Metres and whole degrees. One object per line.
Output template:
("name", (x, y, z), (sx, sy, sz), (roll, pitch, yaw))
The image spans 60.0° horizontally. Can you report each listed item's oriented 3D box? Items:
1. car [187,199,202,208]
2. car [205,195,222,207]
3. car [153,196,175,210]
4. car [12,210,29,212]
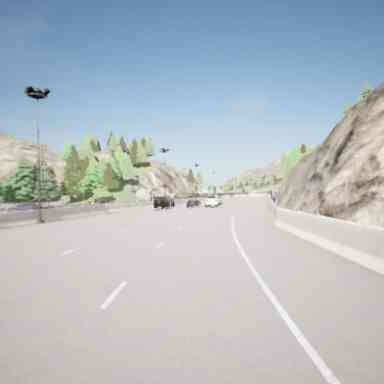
("car", (0.374, 1.886, 57.476), (2.128, 1.511, 4.902), (-1, 0, 13))
("car", (3.713, 1.532, 56.654), (2.150, 2.045, 5.566), (-1, 0, 13))
("car", (-4.358, 1.694, 52.913), (2.150, 2.045, 5.566), (-2, 0, 14))
("car", (-18.177, 2.234, 37.571), (2.033, 1.411, 5.357), (-1, 0, 10))
